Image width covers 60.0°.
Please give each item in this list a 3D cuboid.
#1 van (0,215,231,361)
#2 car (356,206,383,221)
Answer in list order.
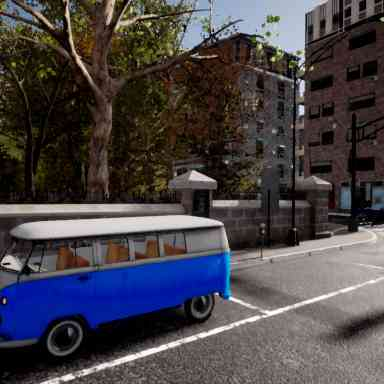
[{"bbox_3d":[-1.186,1.342,5.655,3.998,1.788,1.690,0,1,-36],"label":"van"},{"bbox_3d":[14.492,1.576,24.415,1.895,1.301,4.718,1,0,-42],"label":"car"}]
